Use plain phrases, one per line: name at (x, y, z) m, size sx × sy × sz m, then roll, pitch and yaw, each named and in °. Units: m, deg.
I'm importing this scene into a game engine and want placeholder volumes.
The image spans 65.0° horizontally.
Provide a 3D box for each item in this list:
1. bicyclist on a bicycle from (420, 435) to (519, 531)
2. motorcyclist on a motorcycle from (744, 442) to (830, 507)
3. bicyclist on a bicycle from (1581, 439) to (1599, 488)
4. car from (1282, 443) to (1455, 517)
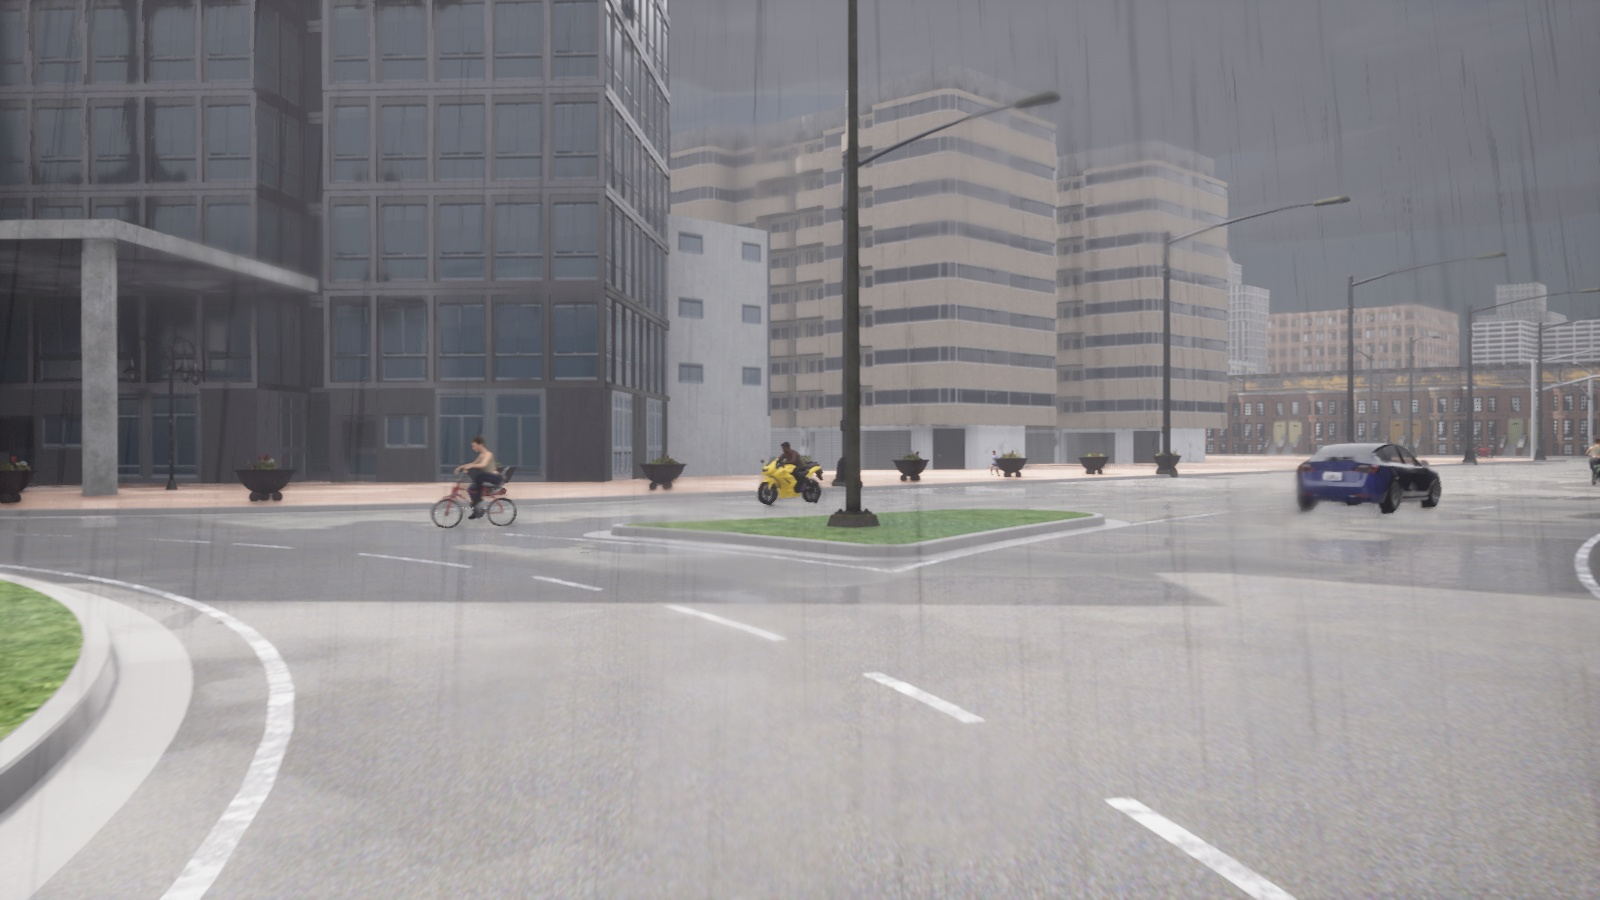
bicyclist on a bicycle at (-5.779, 0.559, 21.979) m, size 1.509 × 1.612 × 0.866 m, roll 0°, pitch 0°, yaw -27°
motorcyclist on a motorcycle at (-0.298, 0.560, 30.184) m, size 2.044 × 1.523 × 0.797 m, roll 0°, pitch 0°, yaw -41°
bicyclist on a bicycle at (27.217, 0.448, 42.648) m, size 0.866 × 1.612 × 1.509 m, roll 0°, pitch 0°, yaw 45°
car at (12.684, 0.592, 27.841) m, size 2.163 × 1.488 × 4.792 m, roll 0°, pitch 0°, yaw 42°
